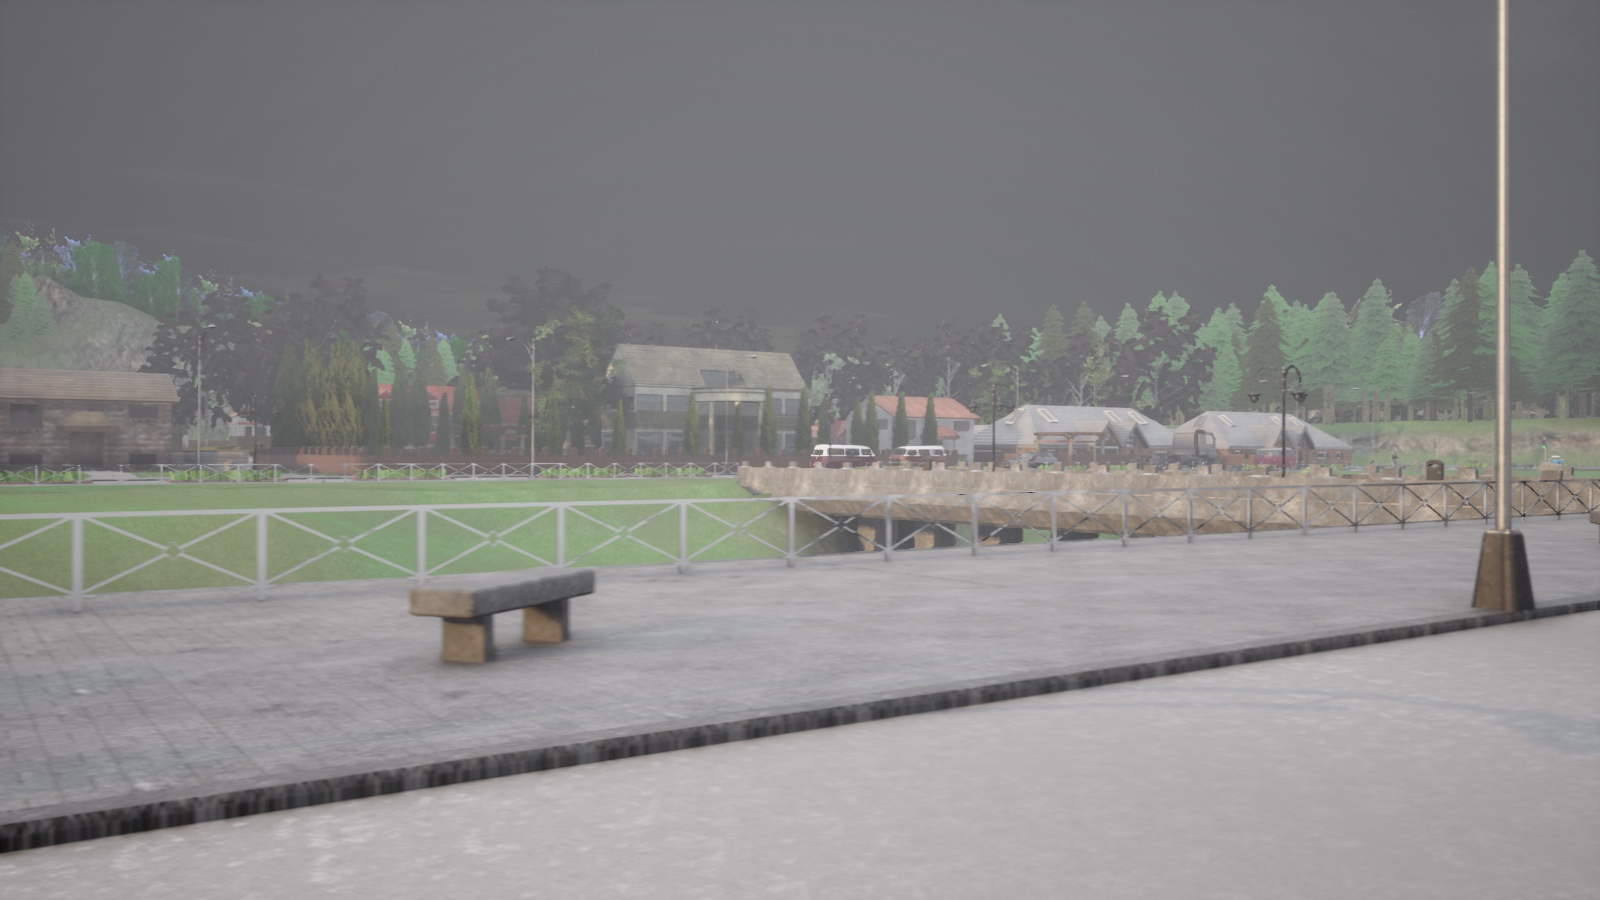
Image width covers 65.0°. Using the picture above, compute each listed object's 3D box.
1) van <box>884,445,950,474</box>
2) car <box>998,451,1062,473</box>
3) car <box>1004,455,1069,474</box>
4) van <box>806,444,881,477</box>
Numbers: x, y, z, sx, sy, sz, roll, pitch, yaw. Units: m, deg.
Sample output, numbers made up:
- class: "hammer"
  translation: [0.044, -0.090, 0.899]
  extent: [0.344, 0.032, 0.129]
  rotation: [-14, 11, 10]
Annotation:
- class: "van"
  translation: [8.401, 0.671, 90.143]
  extent: [4.480, 2.038, 2.069]
  rotation: [0, 0, -35]
- class: "car"
  translation: [17.695, 0.874, 96.608]
  extent: [4.856, 1.649, 2.033]
  rotation: [0, 0, -35]
- class: "car"
  translation: [17.218, 1.033, 91.403]
  extent: [4.718, 1.301, 1.895]
  rotation: [0, 0, -35]
- class: "van"
  translation: [2.826, 0.662, 81.391]
  extent: [4.480, 2.038, 2.069]
  rotation: [0, 0, -35]
